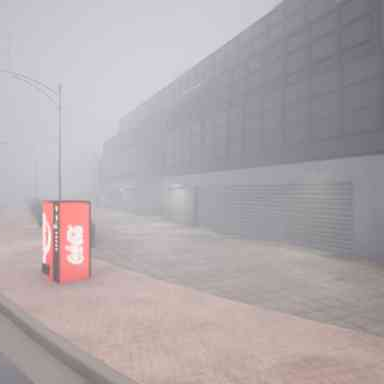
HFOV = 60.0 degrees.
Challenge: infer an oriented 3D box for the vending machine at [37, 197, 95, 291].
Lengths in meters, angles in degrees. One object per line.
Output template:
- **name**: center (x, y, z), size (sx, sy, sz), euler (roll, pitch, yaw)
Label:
- **vending machine**: center (-3.113, 1.195, 8.241), size (1.100, 2.100, 0.880), euler (0, 0, -41)
